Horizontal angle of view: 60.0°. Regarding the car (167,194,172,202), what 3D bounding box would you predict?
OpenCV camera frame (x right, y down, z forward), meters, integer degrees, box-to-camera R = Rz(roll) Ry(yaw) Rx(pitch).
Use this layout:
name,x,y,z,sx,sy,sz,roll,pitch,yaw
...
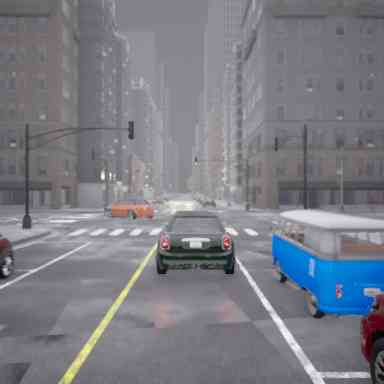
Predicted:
name,x,y,z,sx,sy,sz,roll,pitch,yaw
car,-6.581,1.418,79.098,2.192,1.841,5.009,0,0,-1

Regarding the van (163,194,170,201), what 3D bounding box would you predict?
name,x,y,z,sx,sy,sz,roll,pitch,yaw
van,-6.831,1.491,90.409,1.690,1.788,3.998,0,0,-1

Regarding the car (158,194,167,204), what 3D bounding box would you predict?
name,x,y,z,sx,sy,sz,roll,pitch,yaw
car,-6.206,1.501,62.136,1.967,1.590,4.097,0,0,-1

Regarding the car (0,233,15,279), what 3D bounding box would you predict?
name,x,y,z,sx,sy,sz,roll,pitch,yaw
car,-5.668,1.443,7.113,1.967,1.590,4.097,0,0,0

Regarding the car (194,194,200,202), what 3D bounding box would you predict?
name,x,y,z,sx,sy,sz,roll,pitch,yaw
car,2.068,1.665,73.619,1.802,1.307,4.206,0,0,-1

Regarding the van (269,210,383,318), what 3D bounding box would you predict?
name,x,y,z,sx,sy,sz,roll,pitch,yaw
van,2.858,1.344,7.119,1.690,1.788,3.998,0,0,0

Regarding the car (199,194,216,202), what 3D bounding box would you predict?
name,x,y,z,sx,sy,sz,roll,pitch,yaw
car,2.567,1.485,51.009,1.967,1.590,4.097,0,0,-1

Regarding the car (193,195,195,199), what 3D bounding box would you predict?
name,x,y,z,sx,sy,sz,roll,pitch,yaw
car,1.942,1.648,79.272,1.887,1.381,4.507,0,0,-1

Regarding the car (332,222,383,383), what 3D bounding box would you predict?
name,x,y,z,sx,sy,sz,roll,pitch,yaw
car,2.858,1.316,1.595,2.192,1.841,5.009,0,0,0

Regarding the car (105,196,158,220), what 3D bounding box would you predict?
name,x,y,z,sx,sy,sz,roll,pitch,yaw
car,-5.369,1.365,28.045,4.553,1.767,2.097,0,0,42

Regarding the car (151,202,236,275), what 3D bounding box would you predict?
name,x,y,z,sx,sy,sz,roll,pitch,yaw
car,0.099,1.357,10.589,2.097,1.767,4.553,0,0,0

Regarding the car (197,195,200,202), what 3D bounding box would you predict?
name,x,y,z,sx,sy,sz,roll,pitch,yaw
car,2.318,1.643,62.316,1.802,1.307,4.206,0,0,-1
